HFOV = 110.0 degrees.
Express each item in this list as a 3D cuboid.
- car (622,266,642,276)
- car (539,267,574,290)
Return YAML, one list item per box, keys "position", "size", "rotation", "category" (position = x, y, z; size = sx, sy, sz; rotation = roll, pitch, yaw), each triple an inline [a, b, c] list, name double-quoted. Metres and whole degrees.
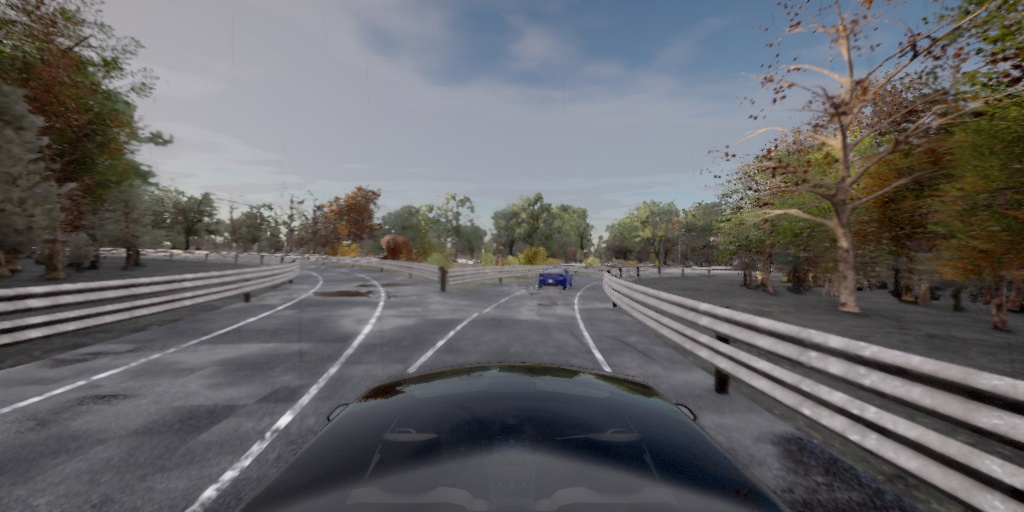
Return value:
- position: [17.801, 2.210, 53.570]
  size: [1.812, 1.442, 4.674]
  rotation: [0, -2, 40]
  category: "car"
- position: [3.258, 1.536, 25.781]
  size: [1.882, 1.535, 5.008]
  rotation: [0, -1, 17]
  category: "car"
